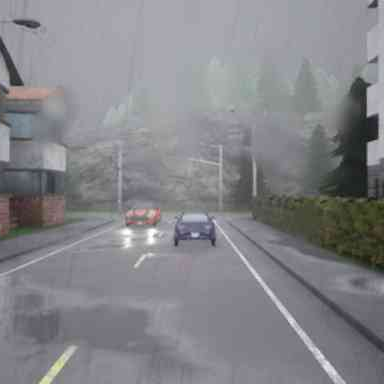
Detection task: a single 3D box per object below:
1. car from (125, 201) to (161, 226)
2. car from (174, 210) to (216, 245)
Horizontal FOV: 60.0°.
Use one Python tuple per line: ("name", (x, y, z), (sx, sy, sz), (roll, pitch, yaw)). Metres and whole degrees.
("car", (-3.459, 1.481, 24.256), (2.097, 1.767, 4.553), (0, 0, 0))
("car", (0.126, 1.598, 15.911), (1.812, 1.442, 4.674), (0, 0, 0))
